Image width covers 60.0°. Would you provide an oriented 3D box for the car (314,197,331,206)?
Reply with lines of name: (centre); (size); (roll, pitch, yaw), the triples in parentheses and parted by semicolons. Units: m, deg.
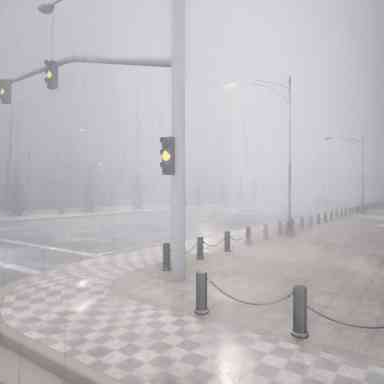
car: (21.417, 1.508, 54.572); (1.994, 1.385, 4.181); (0, 0, 35)
